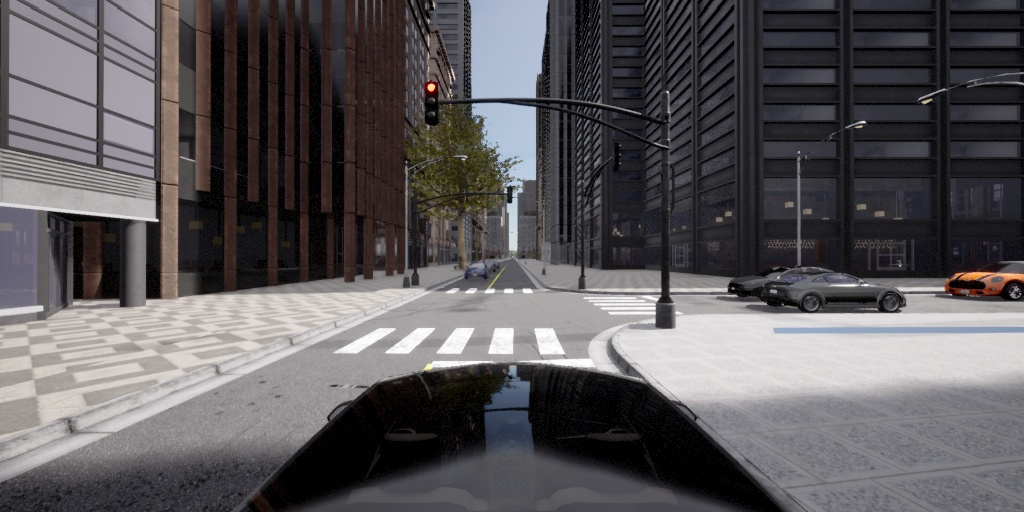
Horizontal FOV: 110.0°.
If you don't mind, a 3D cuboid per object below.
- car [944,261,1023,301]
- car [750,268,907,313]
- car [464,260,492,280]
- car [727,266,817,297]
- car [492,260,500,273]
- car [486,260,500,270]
[{"bbox_3d":[22.696,1.017,16.186,4.553,1.767,2.097,0,0,0],"label":"car"},{"bbox_3d":[11.556,1.257,13.090,4.181,1.385,1.994,0,0,0],"label":"car"},{"bbox_3d":[-3.016,1.281,31.437,1.812,1.442,4.674,0,0,0],"label":"car"},{"bbox_3d":[12.413,1.207,16.191,4.892,1.490,1.837,0,0,0],"label":"car"},{"bbox_3d":[-2.970,1.264,45.153,2.128,1.511,4.902,0,0,0],"label":"car"},{"bbox_3d":[-2.905,1.359,56.201,1.994,1.385,4.181,0,0,1],"label":"car"}]
